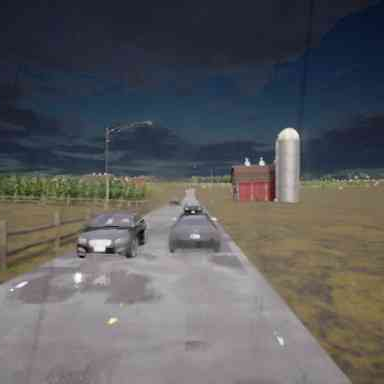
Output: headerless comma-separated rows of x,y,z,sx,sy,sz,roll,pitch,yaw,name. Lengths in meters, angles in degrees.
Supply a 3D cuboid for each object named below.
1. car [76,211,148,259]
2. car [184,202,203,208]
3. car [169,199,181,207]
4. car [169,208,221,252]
-2.845,1.492,12.698,2.128,1.511,4.902,0,0,0,car
0.114,1.637,33.777,1.895,1.301,4.718,0,0,0,car
-2.779,1.746,54.570,1.895,1.301,4.718,0,0,1,car
0.104,1.565,13.937,1.994,1.385,4.181,0,0,0,car
